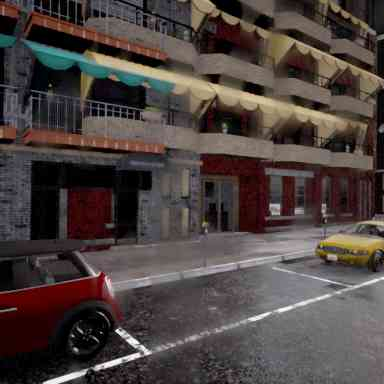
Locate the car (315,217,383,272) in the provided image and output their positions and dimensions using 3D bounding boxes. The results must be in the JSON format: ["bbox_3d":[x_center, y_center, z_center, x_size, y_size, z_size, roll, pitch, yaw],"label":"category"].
[{"bbox_3d":[5.928,1.528,10.796,4.829,1.417,1.752,0,1,-36],"label":"car"}]

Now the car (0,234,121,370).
[{"bbox_3d":[-3.125,1.440,4.314,4.097,1.590,1.967,0,1,-36],"label":"car"}]
